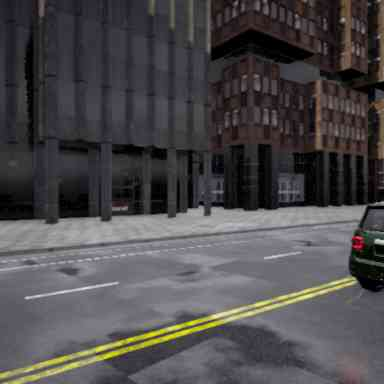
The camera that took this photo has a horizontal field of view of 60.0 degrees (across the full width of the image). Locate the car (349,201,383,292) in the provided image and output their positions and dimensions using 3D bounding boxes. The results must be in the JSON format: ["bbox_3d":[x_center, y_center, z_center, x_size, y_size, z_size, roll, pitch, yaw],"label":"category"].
[{"bbox_3d":[5.929,1.231,7.742,5.566,2.045,2.150,1,0,-35],"label":"car"}]
